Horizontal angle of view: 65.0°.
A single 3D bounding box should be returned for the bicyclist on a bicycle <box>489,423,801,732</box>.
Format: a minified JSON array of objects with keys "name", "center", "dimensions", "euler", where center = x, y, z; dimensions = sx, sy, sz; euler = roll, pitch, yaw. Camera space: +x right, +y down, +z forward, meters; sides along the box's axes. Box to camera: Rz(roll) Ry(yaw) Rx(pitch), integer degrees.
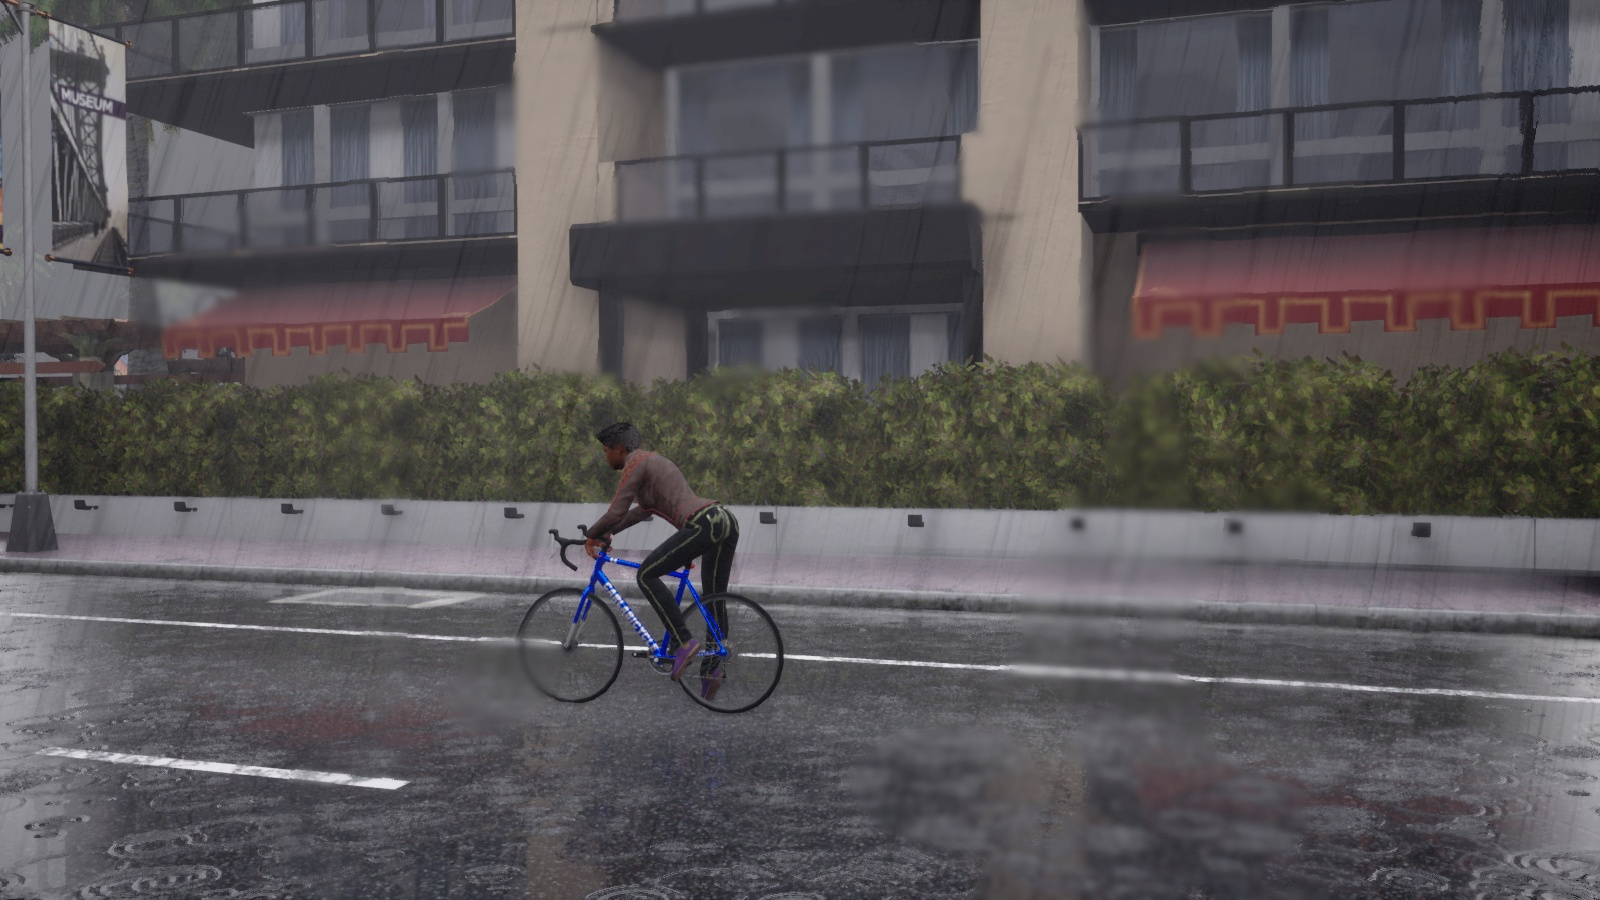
[{"name":"bicyclist on a bicycle","center":[-0.873,0.662,7.111],"dimensions":[1.656,1.620,0.582],"euler":[0,1,18]}]
